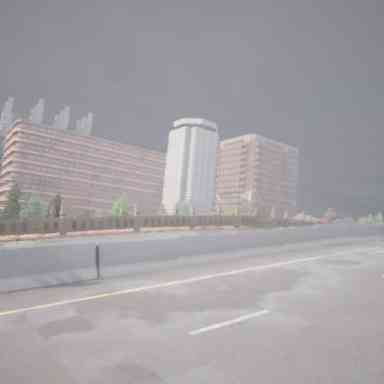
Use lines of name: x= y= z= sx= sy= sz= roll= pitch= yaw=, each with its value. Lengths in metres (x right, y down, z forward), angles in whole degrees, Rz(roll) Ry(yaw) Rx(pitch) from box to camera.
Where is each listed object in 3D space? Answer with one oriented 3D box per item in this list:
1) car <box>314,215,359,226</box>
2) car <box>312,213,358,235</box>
car: x=14.188 y=3.239 z=31.618 sx=5.008 sy=1.535 sz=1.882 roll=6 pitch=-6 yaw=-36
car: x=16.064 y=3.600 z=37.273 sx=5.566 sy=2.045 sz=2.150 roll=8 pitch=-7 yaw=-36
